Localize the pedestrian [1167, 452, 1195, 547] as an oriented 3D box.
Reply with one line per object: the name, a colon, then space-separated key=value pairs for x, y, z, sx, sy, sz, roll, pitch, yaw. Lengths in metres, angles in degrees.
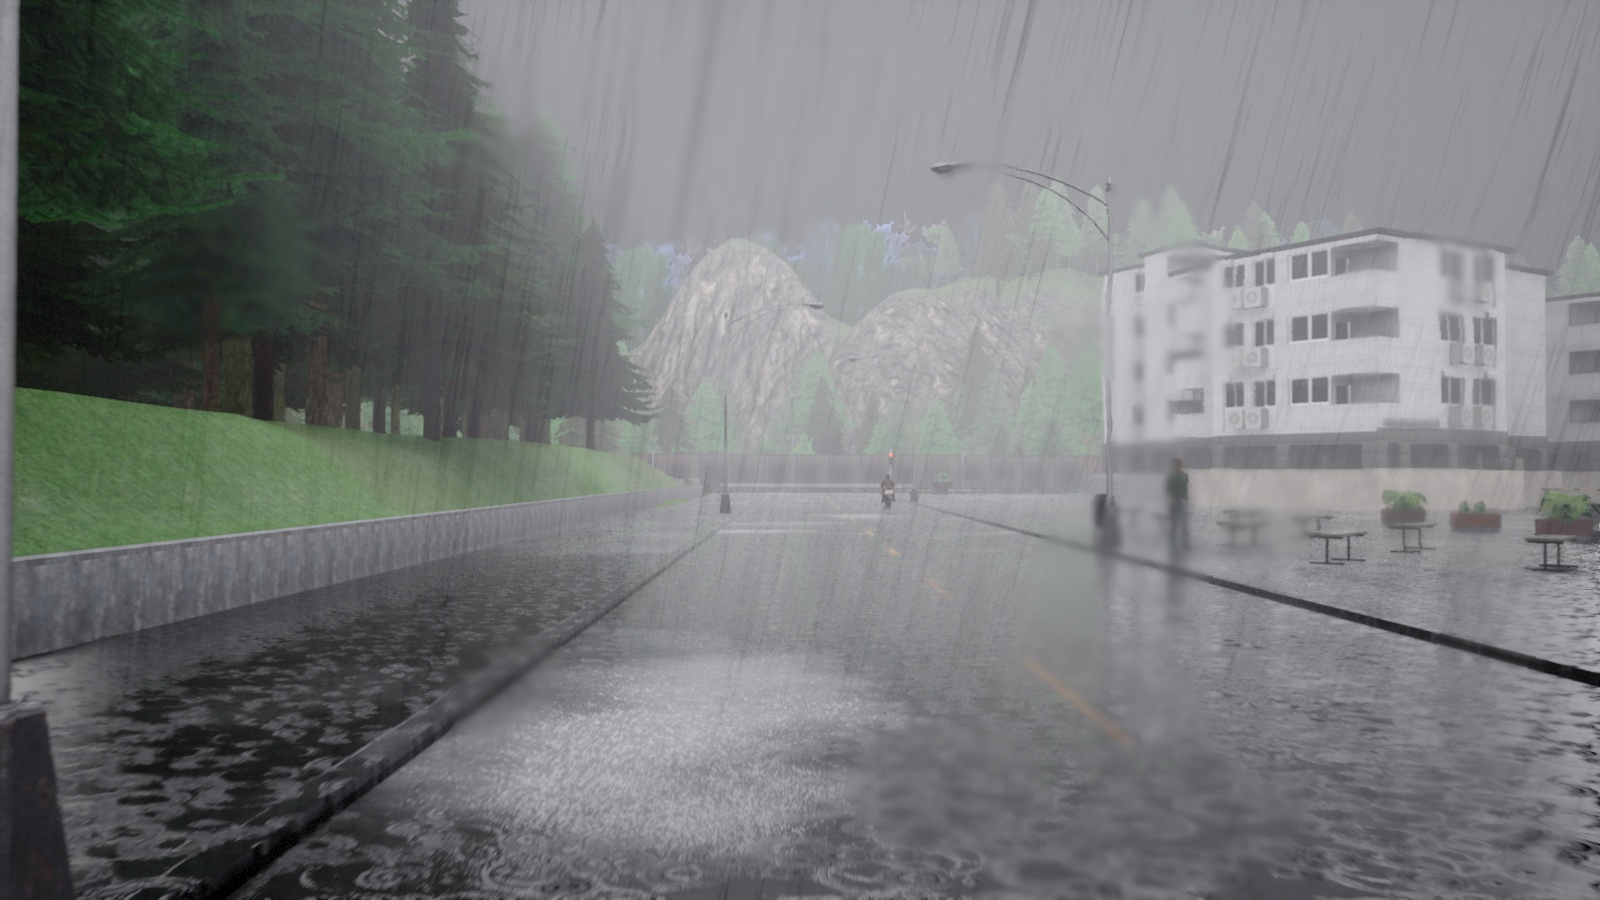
pedestrian: x=7.472 y=0.970 z=24.663 sx=0.353 sy=1.847 sz=0.614 roll=0 pitch=-1 yaw=0

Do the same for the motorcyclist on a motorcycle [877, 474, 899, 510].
motorcyclist on a motorcycle: x=3.884 y=1.846 z=55.468 sx=0.797 sy=1.523 sz=2.044 roll=0 pitch=-1 yaw=0
